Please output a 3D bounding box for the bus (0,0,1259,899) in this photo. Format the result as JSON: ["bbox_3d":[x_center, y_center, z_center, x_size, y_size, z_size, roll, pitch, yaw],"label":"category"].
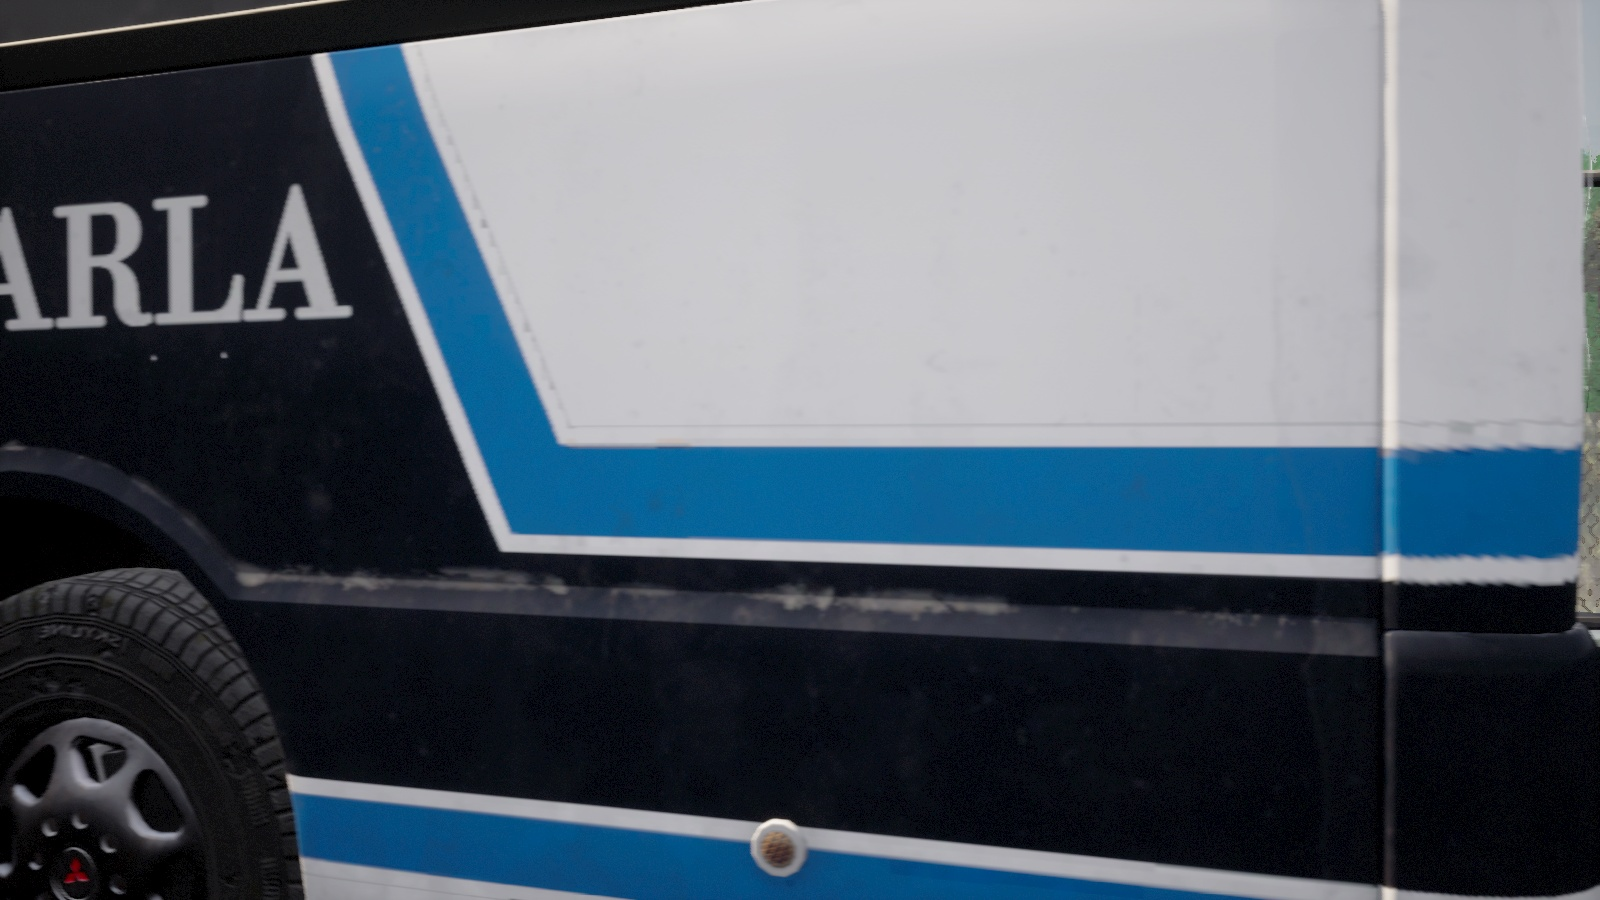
[{"bbox_3d":[-3.711,-0.643,4.949,10.273,4.253,3.944,1,1,19],"label":"bus"}]
